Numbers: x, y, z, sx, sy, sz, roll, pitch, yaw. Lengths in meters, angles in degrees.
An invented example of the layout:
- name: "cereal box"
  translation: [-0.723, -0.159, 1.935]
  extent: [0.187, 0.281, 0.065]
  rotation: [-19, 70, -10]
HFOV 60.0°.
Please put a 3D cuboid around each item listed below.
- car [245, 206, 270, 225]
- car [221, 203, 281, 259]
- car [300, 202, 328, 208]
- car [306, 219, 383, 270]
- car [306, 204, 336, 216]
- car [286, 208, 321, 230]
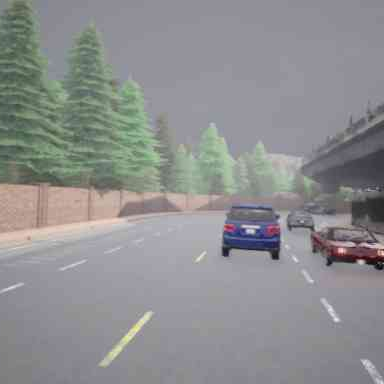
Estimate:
- name: "car"
  translation: [6.172, 2.153, 30.965]
  extent: [1.812, 1.442, 4.674]
  rotation: [2, -1, 17]
- name: "car"
  translation: [2.549, 1.501, 14.213]
  extent: [2.150, 2.045, 5.566]
  rotation: [2, 0, 11]
- name: "car"
  translation: [21.053, 2.748, 56.925]
  extent: [5.566, 2.045, 2.150]
  rotation: [2, -1, -23]
- name: "car"
  translation: [5.826, 1.987, 12.803]
  extent: [1.895, 1.301, 4.718]
  rotation: [2, -1, 11]
- name: "car"
  translation: [20.885, 3.036, 52.923]
  extent: [4.181, 1.385, 1.994]
  rotation: [3, -1, -25]
- name: "car"
  translation: [8.343, 2.194, 25.788]
  extent: [2.033, 1.411, 5.357]
  rotation: [2, -1, 14]
